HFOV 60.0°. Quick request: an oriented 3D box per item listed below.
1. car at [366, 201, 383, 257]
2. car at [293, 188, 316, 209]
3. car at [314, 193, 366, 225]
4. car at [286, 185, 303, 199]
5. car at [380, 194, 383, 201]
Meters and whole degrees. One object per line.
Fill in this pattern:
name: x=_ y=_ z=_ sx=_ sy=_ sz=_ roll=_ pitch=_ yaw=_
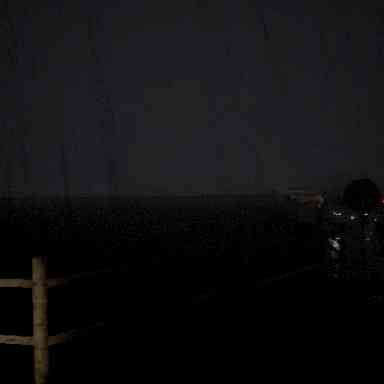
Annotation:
car: x=6.177 y=1.215 z=8.484 sx=1.882 sy=1.535 sz=5.008 roll=-1 pitch=2 yaw=15
car: x=10.934 y=0.670 z=31.218 sx=1.882 sy=1.535 sz=5.008 roll=-1 pitch=1 yaw=11
car: x=8.545 y=0.988 z=19.088 sx=1.837 sy=1.490 sz=4.892 roll=-1 pitch=1 yaw=11
car: x=13.062 y=0.152 z=41.945 sx=2.150 sy=2.045 sz=5.566 roll=-1 pitch=1 yaw=12
car: x=12.634 y=0.646 z=24.663 sx=2.097 sy=1.767 sz=4.553 roll=-1 pitch=1 yaw=11
